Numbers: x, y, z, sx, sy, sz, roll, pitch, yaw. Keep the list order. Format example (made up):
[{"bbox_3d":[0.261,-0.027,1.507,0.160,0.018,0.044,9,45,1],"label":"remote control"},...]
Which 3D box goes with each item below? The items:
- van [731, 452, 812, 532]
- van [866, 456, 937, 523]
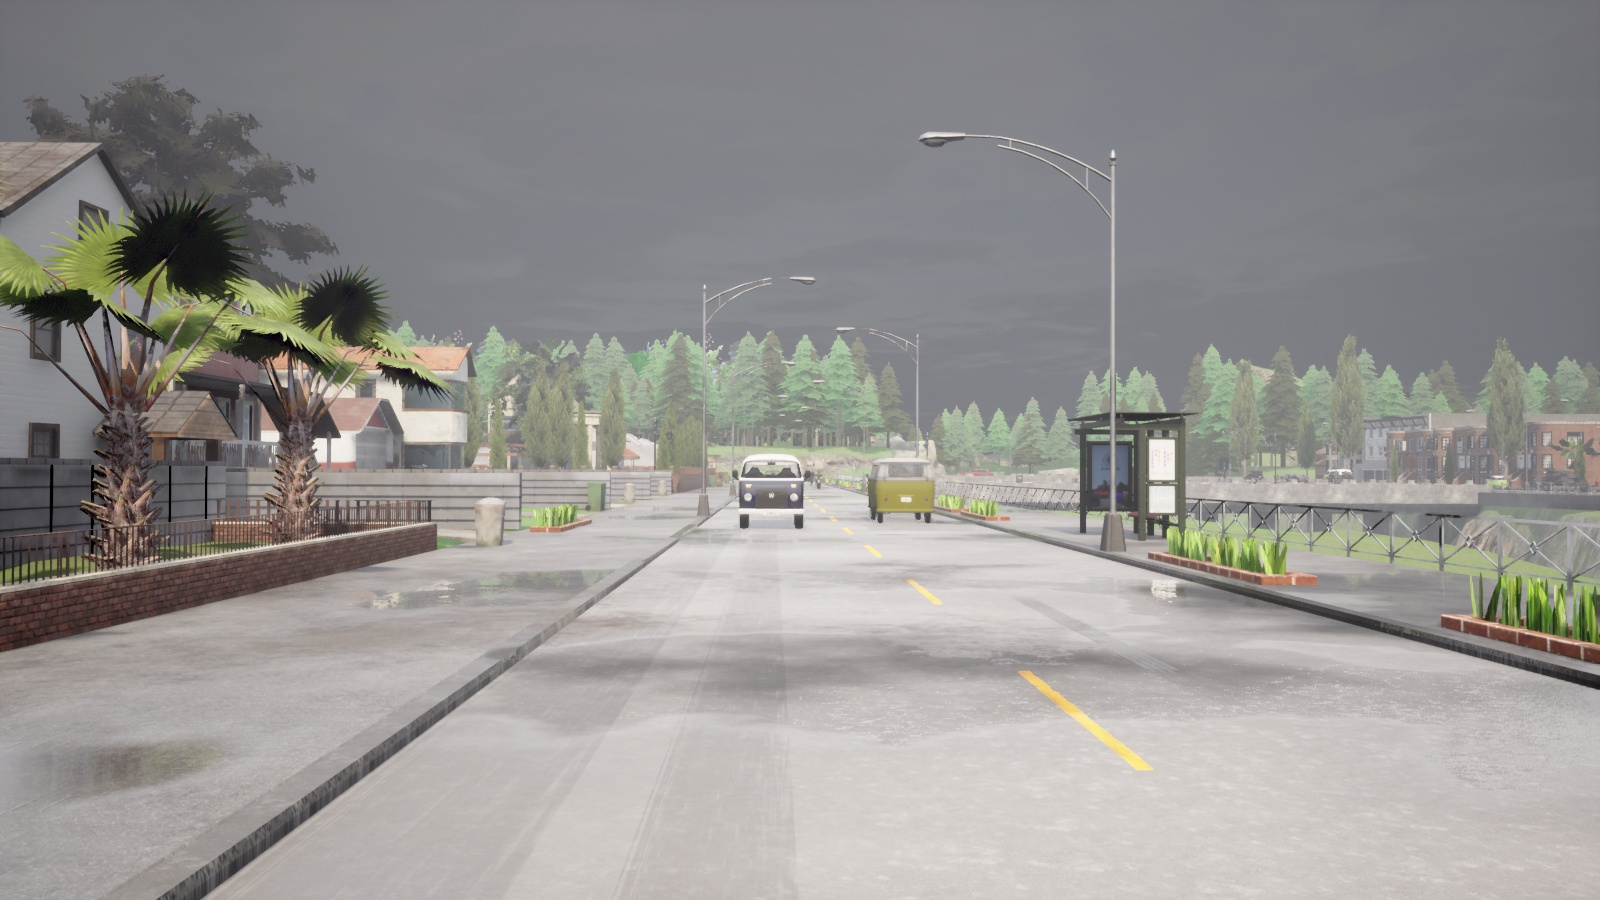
[{"bbox_3d":[-0.781,1.123,34.721,2.069,2.038,4.480,0,-1,-1],"label":"van"},{"bbox_3d":[3.120,1.216,39.487,1.775,1.987,4.442,0,-1,-1],"label":"van"}]
